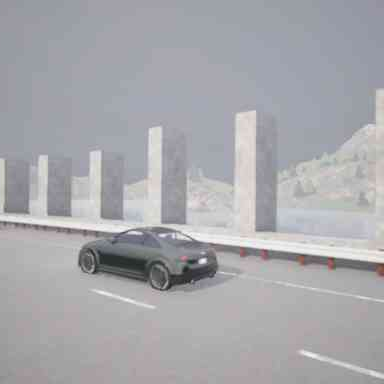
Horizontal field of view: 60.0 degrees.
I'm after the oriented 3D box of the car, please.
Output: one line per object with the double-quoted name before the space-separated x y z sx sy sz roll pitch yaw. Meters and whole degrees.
"car" -1.343 1.669 9.392 4.181 1.385 1.994 0 -1 37
